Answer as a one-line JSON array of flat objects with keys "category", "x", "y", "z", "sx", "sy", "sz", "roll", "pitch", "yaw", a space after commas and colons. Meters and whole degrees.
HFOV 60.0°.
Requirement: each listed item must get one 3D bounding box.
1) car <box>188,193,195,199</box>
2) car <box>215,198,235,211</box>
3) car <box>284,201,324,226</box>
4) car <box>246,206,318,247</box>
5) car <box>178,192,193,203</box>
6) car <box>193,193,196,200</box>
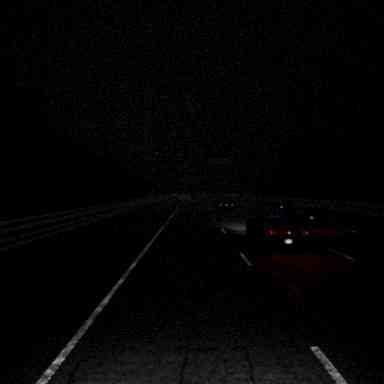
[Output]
[{"category": "car", "x": -0.082, "y": 1.103, "z": 92.228, "sx": 1.837, "sy": 1.490, "sz": 4.892, "roll": 0, "pitch": 0, "yaw": 0}, {"category": "car", "x": 3.567, "y": 1.363, "z": 36.784, "sx": 2.033, "sy": 1.411, "sz": 5.357, "roll": 0, "pitch": 0, "yaw": 0}, {"category": "car", "x": 7.080, "y": 1.364, "z": 22.143, "sx": 1.882, "sy": 1.535, "sz": 5.008, "roll": 0, "pitch": 0, "yaw": 0}, {"category": "car", "x": 3.585, "y": 1.526, "z": 14.553, "sx": 1.895, "sy": 1.301, "sz": 4.718, "roll": 0, "pitch": 0, "yaw": 0}, {"category": "car", "x": -1.277, "y": 0.952, "z": 58.755, "sx": 2.150, "sy": 2.045, "sz": 5.566, "roll": 0, "pitch": 0, "yaw": 0}, {"category": "car", "x": -0.068, "y": 1.071, "z": 76.728, "sx": 1.837, "sy": 1.490, "sz": 4.892, "roll": 0, "pitch": 0, "yaw": 0}]
